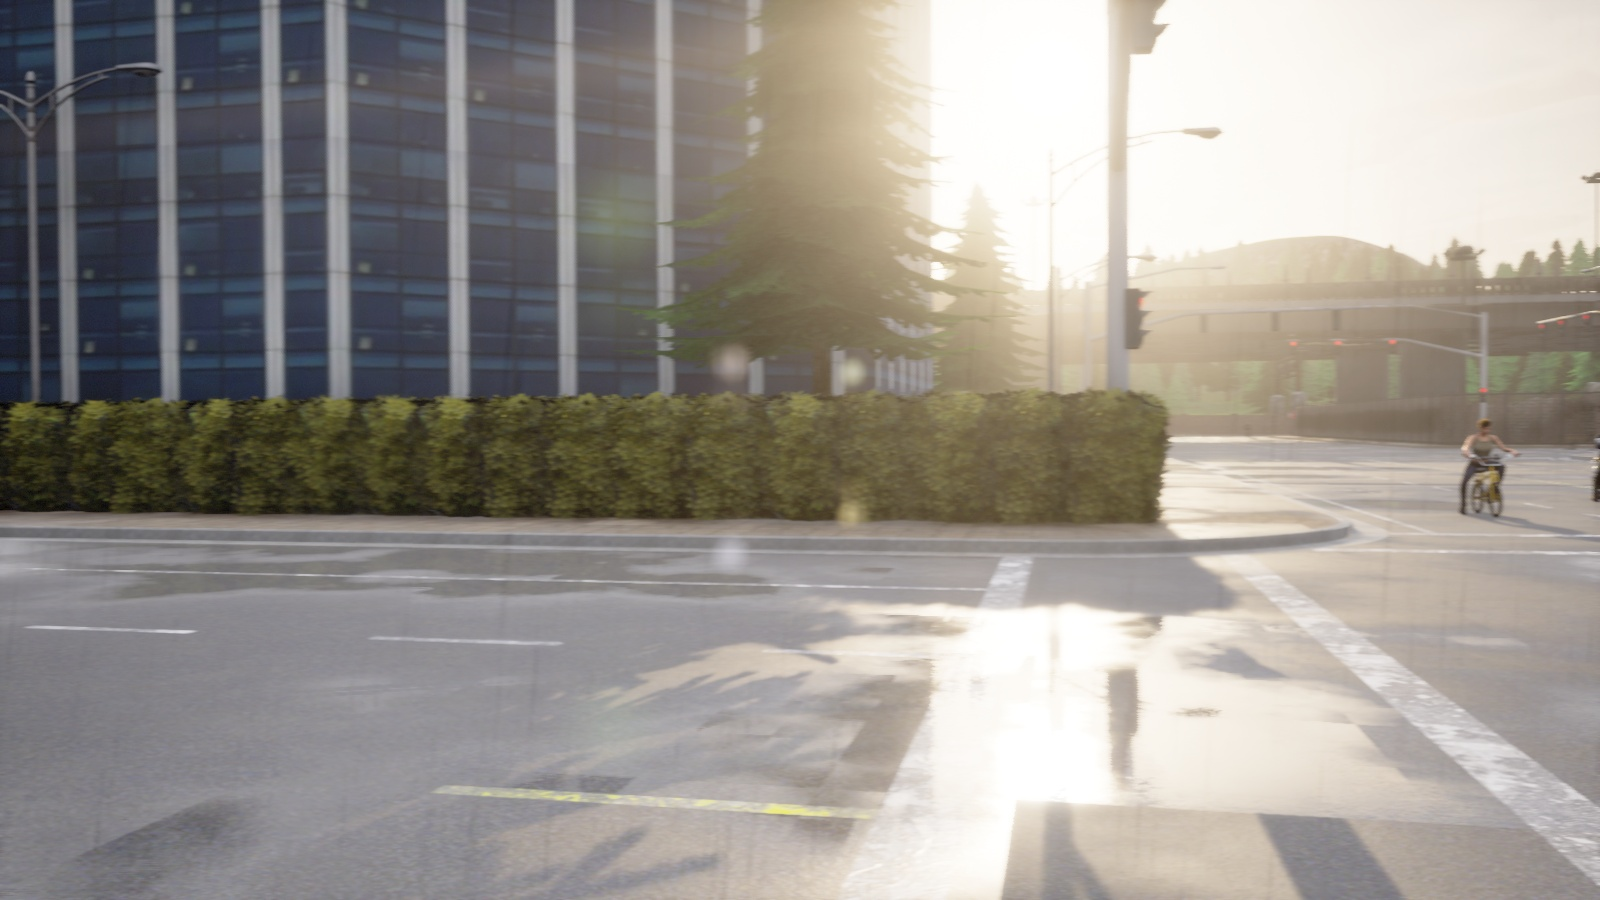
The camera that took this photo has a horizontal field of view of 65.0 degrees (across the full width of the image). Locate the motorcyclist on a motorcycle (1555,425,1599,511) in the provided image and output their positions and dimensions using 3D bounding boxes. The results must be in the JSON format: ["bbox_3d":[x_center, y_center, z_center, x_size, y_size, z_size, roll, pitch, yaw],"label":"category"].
[{"bbox_3d":[15.435,0.323,24.273,0.866,1.590,1.817,0,1,12],"label":"motorcyclist on a motorcycle"}]

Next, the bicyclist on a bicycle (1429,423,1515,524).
[{"bbox_3d":[11.167,0.364,20.920,0.866,1.612,1.509,0,1,12],"label":"bicyclist on a bicycle"}]
